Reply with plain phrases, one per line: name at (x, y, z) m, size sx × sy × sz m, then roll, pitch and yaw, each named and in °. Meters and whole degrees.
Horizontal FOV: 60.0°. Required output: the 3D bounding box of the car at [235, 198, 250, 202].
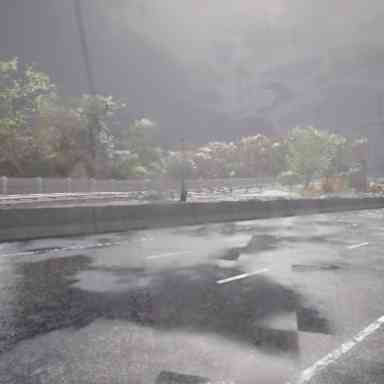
car at (6.522, 1.356, 39.344) m, size 4.181 × 1.385 × 1.994 m, roll 0°, pitch 0°, yaw -42°

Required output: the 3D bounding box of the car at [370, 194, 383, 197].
car at (34.064, 1.396, 59.275) m, size 4.718 × 1.301 × 1.895 m, roll 0°, pitch 0°, yaw -42°

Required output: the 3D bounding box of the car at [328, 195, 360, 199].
car at (22.331, 1.407, 48.799) m, size 4.718 × 1.301 × 1.895 m, roll 0°, pitch 0°, yaw -41°

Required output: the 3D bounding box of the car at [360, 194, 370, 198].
car at (32.439, 1.135, 62.518) m, size 4.553 × 1.767 × 2.097 m, roll 0°, pitch 0°, yaw -42°

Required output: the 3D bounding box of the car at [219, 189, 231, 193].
car at (7.515, -0.120, 77.279) m, size 1.895 × 1.301 × 4.718 m, roll 0°, pitch 2°, yaw 28°

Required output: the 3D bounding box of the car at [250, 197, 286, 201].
car at (8.981, 1.320, 36.850) m, size 4.892 × 1.490 × 1.837 m, roll 0°, pitch 0°, yaw -42°

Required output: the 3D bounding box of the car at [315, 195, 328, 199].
car at (20.680, 1.274, 52.003) m, size 4.902 × 1.511 × 2.128 m, roll 0°, pitch 0°, yaw -41°

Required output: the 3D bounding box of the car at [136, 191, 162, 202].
car at (-6.257, 0.627, 48.888) m, size 2.128 × 1.511 × 4.902 m, roll 0°, pitch 1°, yaw 25°

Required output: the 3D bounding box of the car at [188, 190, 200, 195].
car at (0.506, 0.341, 63.519) m, size 1.837 × 1.490 × 4.892 m, roll 0°, pitch 2°, yaw 26°
